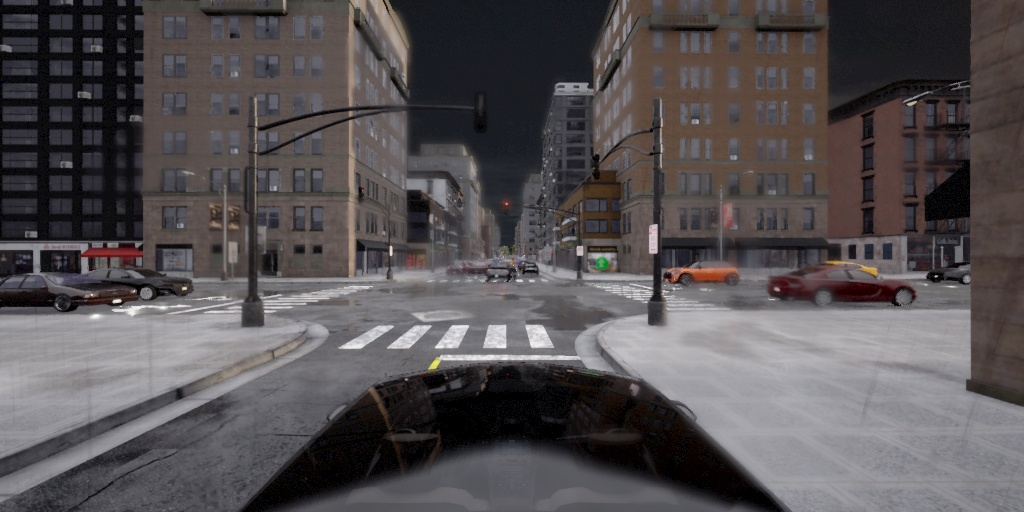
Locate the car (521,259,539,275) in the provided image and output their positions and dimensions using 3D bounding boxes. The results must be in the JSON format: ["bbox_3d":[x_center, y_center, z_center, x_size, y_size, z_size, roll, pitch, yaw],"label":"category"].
[{"bbox_3d":[1.984,1.354,39.615,1.948,1.339,4.313,0,0,0],"label":"car"}]

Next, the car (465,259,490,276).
[{"bbox_3d":[-3.489,1.263,37.746,1.882,1.535,5.008,0,0,0],"label":"car"}]

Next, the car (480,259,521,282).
[{"bbox_3d":[-0.805,1.263,28.895,2.128,1.511,4.902,0,0,8],"label":"car"}]

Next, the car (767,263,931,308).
[{"bbox_3d":[13.008,1.159,14.285,5.008,1.535,1.882,0,0,-1],"label":"car"}]

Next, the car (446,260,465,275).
[{"bbox_3d":[-6.041,1.228,39.550,1.967,1.591,4.097,0,0,0],"label":"car"}]

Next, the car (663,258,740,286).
[{"bbox_3d":[12.677,1.054,24.230,4.553,1.767,2.097,0,0,-1],"label":"car"}]

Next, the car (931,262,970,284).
[{"bbox_3d":[31.345,1.128,24.475,4.892,1.490,1.837,0,0,-1],"label":"car"}]

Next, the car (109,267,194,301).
[{"bbox_3d":[-18.162,1.289,17.121,5.008,1.535,1.882,0,0,-1],"label":"car"}]

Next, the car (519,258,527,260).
[{"bbox_3d":[1.894,1.389,50.637,1.802,1.307,4.207,0,0,0],"label":"car"}]

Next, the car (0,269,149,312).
[{"bbox_3d":[-17.809,1.352,13.903,5.357,1.411,2.033,0,0,3],"label":"car"}]
